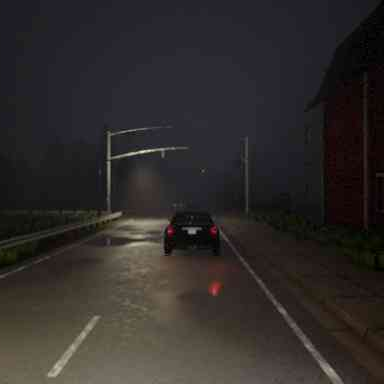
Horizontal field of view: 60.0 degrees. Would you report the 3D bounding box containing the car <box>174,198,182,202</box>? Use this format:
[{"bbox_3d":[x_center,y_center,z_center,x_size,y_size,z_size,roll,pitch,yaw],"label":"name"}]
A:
[{"bbox_3d":[-3.484,2.313,83.284,1.812,1.442,4.674,0,-1,0],"label":"car"}]

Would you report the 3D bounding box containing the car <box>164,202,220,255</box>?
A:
[{"bbox_3d":[0.005,1.485,14.095,2.097,1.767,4.553,0,-1,0],"label":"car"}]
